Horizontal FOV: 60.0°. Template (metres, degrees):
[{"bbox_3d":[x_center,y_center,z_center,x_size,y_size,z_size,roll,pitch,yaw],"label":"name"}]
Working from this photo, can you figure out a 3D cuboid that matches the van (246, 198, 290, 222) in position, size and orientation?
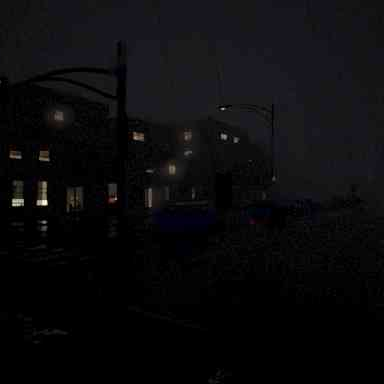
[{"bbox_3d":[6.163,1.436,26.722,1.690,1.788,3.998,0,0,35],"label":"van"}]

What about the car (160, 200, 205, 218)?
[{"bbox_3d":[-0.792,1.558,31.400,1.752,1.417,4.829,0,0,35],"label":"car"}]

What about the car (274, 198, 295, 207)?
[{"bbox_3d":[15.130,1.665,54.163,1.887,1.381,4.507,0,0,35],"label":"car"}]

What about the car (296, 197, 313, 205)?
[{"bbox_3d":[21.459,1.705,63.212,1.887,1.381,4.507,0,0,35],"label":"car"}]

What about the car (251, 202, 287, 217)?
[{"bbox_3d":[7.901,1.696,33.724,1.895,1.301,4.718,1,0,35],"label":"car"}]

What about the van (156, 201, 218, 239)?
[{"bbox_3d":[-0.167,1.406,17.672,1.690,1.788,3.998,0,0,35],"label":"van"}]

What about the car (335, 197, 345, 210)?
[{"bbox_3d":[18.821,1.729,44.820,1.947,1.339,4.313,0,0,35],"label":"car"}]

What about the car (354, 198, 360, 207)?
[{"bbox_3d":[25.153,1.516,53.871,2.192,1.841,5.009,0,0,35],"label":"car"}]

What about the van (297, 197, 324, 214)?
[{"bbox_3d":[12.493,1.469,35.771,1.690,1.788,3.998,0,0,35],"label":"van"}]

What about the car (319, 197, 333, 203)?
[{"bbox_3d":[30.953,1.792,76.787,1.947,1.339,4.313,0,0,35],"label":"car"}]

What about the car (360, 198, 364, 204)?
[{"bbox_3d":[28.414,1.748,58.534,1.752,1.417,4.829,0,0,35],"label":"car"}]

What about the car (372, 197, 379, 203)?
[{"bbox_3d":[44.141,1.899,81.018,1.947,1.339,4.313,0,0,35],"label":"car"}]

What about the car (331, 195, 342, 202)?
[{"bbox_3d":[37.284,1.712,85.836,1.967,1.590,4.097,0,0,35],"label":"car"}]

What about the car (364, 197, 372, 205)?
[{"bbox_3d":[34.646,1.809,67.444,1.887,1.381,4.507,0,0,35],"label":"car"}]

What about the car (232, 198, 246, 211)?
[{"bbox_3d":[5.636,1.506,40.590,1.967,1.590,4.097,0,0,35],"label":"car"}]

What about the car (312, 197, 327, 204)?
[{"bbox_3d":[27.691,1.728,72.122,1.752,1.417,4.829,0,0,35],"label":"car"}]

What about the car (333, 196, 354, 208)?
[{"bbox_3d":[21.988,1.497,49.346,2.192,1.841,5.009,0,0,35],"label":"car"}]

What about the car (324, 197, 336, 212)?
[{"bbox_3d":[15.755,1.671,40.435,1.752,1.417,4.829,0,0,35],"label":"car"}]

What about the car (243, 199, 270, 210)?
[{"bbox_3d":[8.800,1.628,45.114,1.887,1.381,4.507,0,0,35],"label":"car"}]

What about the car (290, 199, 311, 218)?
[{"bbox_3d":[9.327,1.655,31.245,1.887,1.381,4.507,0,0,35],"label":"car"}]
